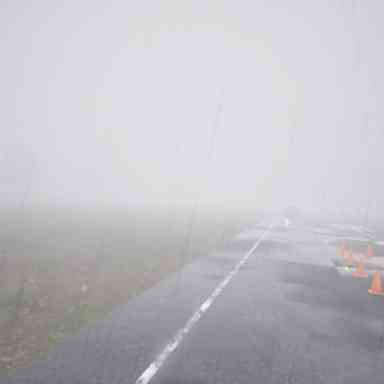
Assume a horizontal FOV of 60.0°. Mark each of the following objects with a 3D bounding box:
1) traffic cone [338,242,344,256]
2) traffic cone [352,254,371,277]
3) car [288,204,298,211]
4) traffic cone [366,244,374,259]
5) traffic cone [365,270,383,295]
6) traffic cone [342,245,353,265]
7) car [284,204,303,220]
[{"bbox_3d":[6.474,2.432,14.258,0.340,0.580,0.340,3,-1,17],"label":"traffic cone"},{"bbox_3d":[5.312,2.334,10.431,0.340,0.580,0.340,3,-1,17],"label":"traffic cone"},{"bbox_3d":[23.433,3.585,77.001,1.994,1.385,4.181,3,-1,17],"label":"car"},{"bbox_3d":[7.430,2.478,13.967,0.340,0.580,0.340,3,-1,17],"label":"traffic cone"},{"bbox_3d":[4.732,2.285,8.518,0.340,0.580,0.340,3,-1,17],"label":"traffic cone"},{"bbox_3d":[5.893,2.383,12.345,0.340,0.580,0.340,3,-1,17],"label":"traffic cone"},{"bbox_3d":[12.736,2.440,41.709,2.097,1.767,4.553,3,-1,17],"label":"car"}]
